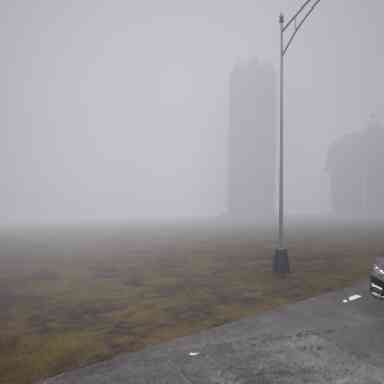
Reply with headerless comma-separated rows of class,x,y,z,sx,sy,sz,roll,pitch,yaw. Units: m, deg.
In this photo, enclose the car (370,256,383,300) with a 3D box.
car,5.735,1.503,7.163,4.902,1.511,2.128,0,0,-35
